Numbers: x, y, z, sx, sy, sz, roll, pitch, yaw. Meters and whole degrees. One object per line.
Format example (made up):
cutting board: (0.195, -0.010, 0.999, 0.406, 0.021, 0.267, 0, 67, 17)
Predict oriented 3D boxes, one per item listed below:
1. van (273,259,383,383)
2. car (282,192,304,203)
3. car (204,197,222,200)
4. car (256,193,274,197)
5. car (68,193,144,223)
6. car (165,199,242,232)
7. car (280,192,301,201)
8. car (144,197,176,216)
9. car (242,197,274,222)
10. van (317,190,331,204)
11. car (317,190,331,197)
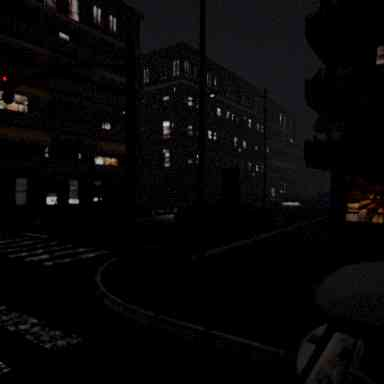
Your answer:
van: (2.240, 1.343, 1.266, 3.998, 1.788, 1.690, 0, 1, 36)
car: (14.843, 0.813, 48.345, 1.994, 1.385, 4.181, 1, 1, 35)
car: (1.699, 1.138, 29.811, 1.994, 1.385, 4.181, 1, 1, 35)
car: (9.965, 0.857, 46.047, 1.947, 1.339, 4.313, 2, 2, 35)
car: (-6.056, 1.007, 23.259, 2.192, 1.841, 5.009, 2, 2, 35)
car: (0.773, 1.335, 18.413, 1.947, 1.339, 4.313, 2, 2, 35)
car: (16.374, 0.697, 55.160, 1.947, 1.339, 4.313, 2, 2, 35)
car: (-2.854, 1.156, 27.822, 1.887, 1.381, 4.507, 2, 2, 35)
car: (3.977, 1.271, 22.970, 1.802, 1.307, 4.206, 2, 2, 35)
van: (16.799, 0.709, 41.190, 1.690, 1.788, 3.998, 2, 2, 35)
car: (29.193, 0.357, 73.385, 1.887, 1.381, 4.507, 2, 2, 35)
